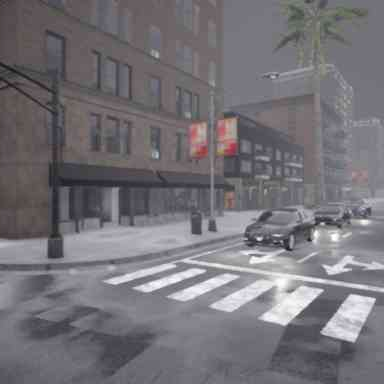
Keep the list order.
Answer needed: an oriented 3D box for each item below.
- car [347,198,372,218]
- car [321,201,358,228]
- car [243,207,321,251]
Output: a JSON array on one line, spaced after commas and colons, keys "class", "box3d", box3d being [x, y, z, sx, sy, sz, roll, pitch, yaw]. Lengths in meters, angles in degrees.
[{"class": "car", "box3d": [15.016, 1.367, 30.430, 2.097, 1.767, 4.553, 0, 0, 35]}, {"class": "car", "box3d": [9.431, 1.553, 22.378, 2.033, 1.411, 5.357, 0, 0, 35]}, {"class": "car", "box3d": [3.872, 1.504, 14.354, 1.837, 1.490, 4.892, 0, 0, 35]}]
